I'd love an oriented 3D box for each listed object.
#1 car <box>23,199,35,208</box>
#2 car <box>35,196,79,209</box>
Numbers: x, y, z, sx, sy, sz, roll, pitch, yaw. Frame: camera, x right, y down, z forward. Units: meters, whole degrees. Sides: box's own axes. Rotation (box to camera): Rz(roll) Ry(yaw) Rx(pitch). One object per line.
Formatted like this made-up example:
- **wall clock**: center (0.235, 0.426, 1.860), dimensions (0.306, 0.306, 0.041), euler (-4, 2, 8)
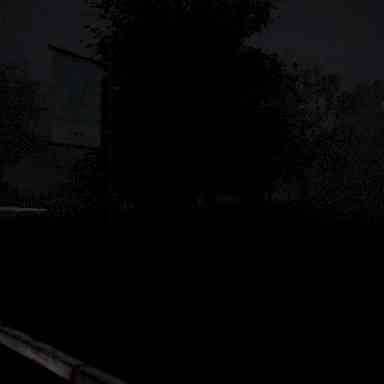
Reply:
- **car**: center (-18.846, 1.233, 42.293), dimensions (1.837, 1.490, 4.892), euler (0, 1, 38)
- **car**: center (-15.958, 1.277, 40.307), dimensions (1.812, 1.442, 4.674), euler (0, 0, 38)
